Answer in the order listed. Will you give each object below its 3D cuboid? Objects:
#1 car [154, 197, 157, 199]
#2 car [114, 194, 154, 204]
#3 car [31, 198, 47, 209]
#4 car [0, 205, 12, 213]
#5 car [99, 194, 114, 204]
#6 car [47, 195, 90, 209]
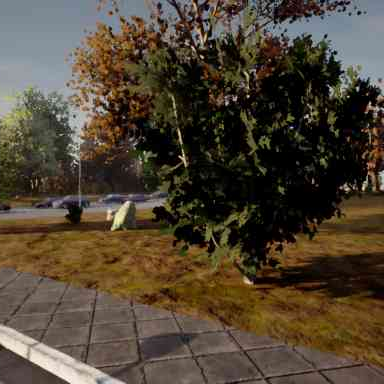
[{"bbox_3d":[-5.781,0.465,60.108,2.128,1.511,4.902,0,3,40],"label":"car"},{"bbox_3d":[-8.798,0.959,50.901,2.033,1.411,5.357,0,3,39],"label":"car"},{"bbox_3d":[-18.552,1.401,44.433,2.033,1.411,5.357,0,2,39],"label":"car"},{"bbox_3d":[-21.768,1.646,34.901,1.895,1.301,4.718,0,1,39],"label":"car"},{"bbox_3d":[-12.338,1.009,52.076,1.812,1.442,4.674,0,2,39],"label":"car"},{"bbox_3d":[-15.490,1.179,42.650,2.097,1.767,4.553,0,2,39],"label":"car"}]
